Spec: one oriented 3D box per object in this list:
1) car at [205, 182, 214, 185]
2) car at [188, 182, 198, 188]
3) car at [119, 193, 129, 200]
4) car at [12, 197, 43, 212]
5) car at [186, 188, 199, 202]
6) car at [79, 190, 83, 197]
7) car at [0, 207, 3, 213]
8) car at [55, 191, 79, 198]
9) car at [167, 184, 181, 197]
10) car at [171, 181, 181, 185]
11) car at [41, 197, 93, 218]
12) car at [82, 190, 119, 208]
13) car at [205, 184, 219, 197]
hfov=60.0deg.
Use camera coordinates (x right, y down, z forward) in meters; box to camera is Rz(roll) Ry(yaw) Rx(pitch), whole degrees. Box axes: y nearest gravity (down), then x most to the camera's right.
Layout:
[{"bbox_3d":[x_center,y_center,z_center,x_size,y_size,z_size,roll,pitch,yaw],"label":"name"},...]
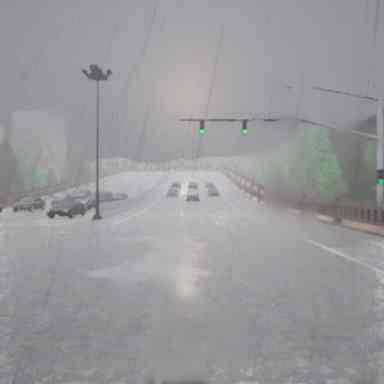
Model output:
[{"bbox_3d":[3.651,-1.474,69.422,1.895,1.301,4.718,0,7,0],"label":"car"},{"bbox_3d":[0.151,-1.480,69.169,1.994,1.385,4.181,0,7,0],"label":"car"},{"bbox_3d":[-10.544,0.807,48.776,1.994,1.385,4.181,0,4,0],"label":"car"},{"bbox_3d":[-17.579,1.336,36.242,1.837,1.490,4.892,0,1,0],"label":"car"},{"bbox_3d":[0.136,0.598,50.933,1.812,1.442,4.674,0,5,0],"label":"car"},{"bbox_3d":[-17.473,0.393,53.563,2.033,1.411,5.357,0,5,2],"label":"car"},{"bbox_3d":[-17.628,1.504,27.042,1.895,1.301,4.718,0,0,1],"label":"car"},{"bbox_3d":[-17.557,0.995,45.410,1.812,1.442,4.674,0,3,1],"label":"car"},{"bbox_3d":[-3.319,0.047,56.926,2.033,1.411,5.357,0,6,0],"label":"car"},{"bbox_3d":[-3.349,-1.565,69.419,1.837,1.490,4.892,0,7,0],"label":"car"},{"bbox_3d":[-10.586,1.439,28.676,2.033,1.411,5.357,0,0,0],"label":"car"},{"bbox_3d":[-10.568,0.983,38.832,2.150,2.045,5.566,0,2,0],"label":"car"},{"bbox_3d":[3.682,0.018,57.144,2.033,1.411,5.357,0,6,0],"label":"car"}]
